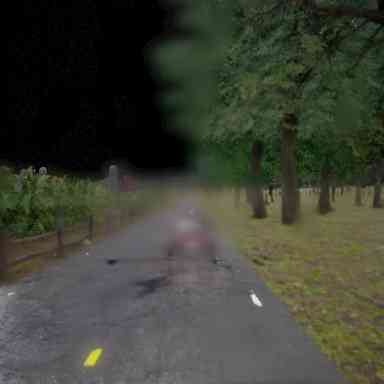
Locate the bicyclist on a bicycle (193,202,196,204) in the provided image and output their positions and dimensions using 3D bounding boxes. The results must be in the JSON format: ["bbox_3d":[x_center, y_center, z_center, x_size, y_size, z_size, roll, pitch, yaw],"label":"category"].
[{"bbox_3d":[0.763,3.427,87.184,0.582,1.620,1.656,0,-1,0],"label":"bicyclist on a bicycle"}]

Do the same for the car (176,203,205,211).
[{"bbox_3d":[0.027,1.827,28.463,2.097,1.767,4.553,0,-1,1],"label":"car"}]

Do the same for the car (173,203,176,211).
[{"bbox_3d":[-2.760,2.861,65.377,1.882,1.535,5.008,0,-2,0],"label":"car"}]

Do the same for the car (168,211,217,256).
[{"bbox_3d":[0.028,1.726,13.952,1.812,1.442,4.674,0,-1,1],"label":"car"}]
